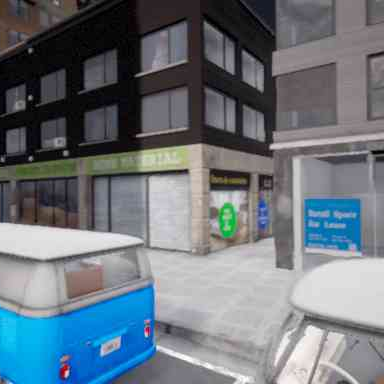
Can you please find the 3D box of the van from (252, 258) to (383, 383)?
[{"bbox_3d":[2.133,1.333,1.331,3.998,1.788,1.690,-1,-1,35],"label":"van"}]

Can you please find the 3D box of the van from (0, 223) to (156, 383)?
[{"bbox_3d":[-2.351,1.376,4.528,3.998,1.788,1.690,-1,-1,35],"label":"van"}]
